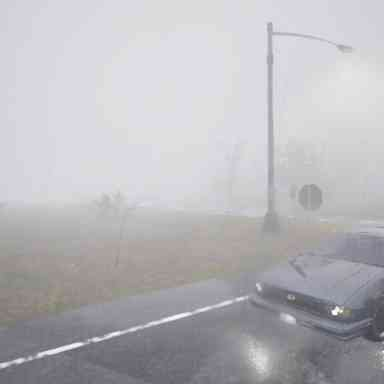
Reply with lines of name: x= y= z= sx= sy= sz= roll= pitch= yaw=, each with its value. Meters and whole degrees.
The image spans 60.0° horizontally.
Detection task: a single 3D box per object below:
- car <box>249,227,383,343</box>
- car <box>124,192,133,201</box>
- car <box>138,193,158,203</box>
car: x=3.574 y=1.436 z=6.446 sx=5.357 sy=1.411 sz=2.033 roll=-1 pitch=1 yaw=-35
car: x=-13.040 y=0.793 z=63.220 sx=2.097 sy=1.767 sz=4.553 roll=-1 pitch=1 yaw=-34
car: x=-7.323 y=0.956 z=54.708 sx=2.128 sy=1.511 sz=4.902 roll=-1 pitch=1 yaw=-33
